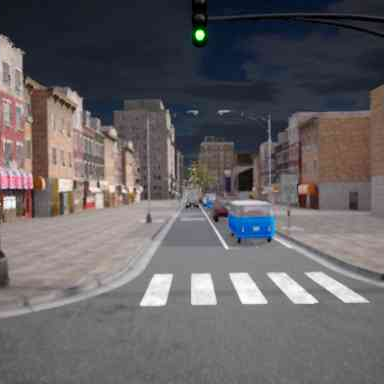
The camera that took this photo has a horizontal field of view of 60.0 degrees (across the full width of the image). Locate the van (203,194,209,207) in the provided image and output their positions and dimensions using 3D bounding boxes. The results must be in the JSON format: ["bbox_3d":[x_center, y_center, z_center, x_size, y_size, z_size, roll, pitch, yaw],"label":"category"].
[{"bbox_3d":[2.609,1.367,41.858,1.690,1.788,3.998,-2,0,0],"label":"van"}]

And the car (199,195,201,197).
[{"bbox_3d":[-0.001,1.631,55.771,2.128,1.511,4.902,-1,0,0],"label":"car"}]

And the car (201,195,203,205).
[{"bbox_3d":[2.976,1.317,53.955,2.150,2.045,5.566,-1,0,0],"label":"car"}]

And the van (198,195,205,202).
[{"bbox_3d":[2.618,1.774,92.486,1.690,1.788,3.998,-2,-1,0],"label":"van"}]

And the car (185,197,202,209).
[{"bbox_3d":[0.055,1.685,46.499,1.895,1.301,4.718,-1,0,0],"label":"car"}]

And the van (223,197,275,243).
[{"bbox_3d":[2.605,1.283,15.405,1.690,1.788,3.998,-2,0,0],"label":"van"}]

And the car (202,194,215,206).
[{"bbox_3d":[2.978,1.364,60.958,2.150,2.045,5.566,-1,0,0],"label":"car"}]

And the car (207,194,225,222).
[{"bbox_3d":[2.606,1.279,25.988,2.192,1.841,5.009,-2,0,0],"label":"car"}]

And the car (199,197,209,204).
[{"bbox_3d":[2.621,1.788,73.599,1.887,1.381,4.507,-2,-1,0],"label":"car"}]

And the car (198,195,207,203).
[{"bbox_3d":[2.614,1.661,84.181,2.192,1.841,5.009,-2,-1,0],"label":"car"}]

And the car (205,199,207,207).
[{"bbox_3d":[2.614,1.532,31.276,2.008,1.369,4.403,-2,0,0],"label":"car"}]
